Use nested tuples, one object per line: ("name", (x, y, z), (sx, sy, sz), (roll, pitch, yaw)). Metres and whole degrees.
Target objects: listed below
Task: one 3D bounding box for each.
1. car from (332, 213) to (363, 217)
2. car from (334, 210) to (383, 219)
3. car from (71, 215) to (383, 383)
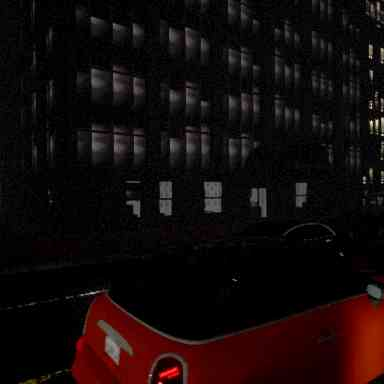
("car", (2.339, 1.503, 8.913), (4.892, 1.490, 1.837), (0, 0, -35))
("car", (7.474, 1.542, 15.764), (4.507, 1.381, 1.887), (0, -1, -35))
("car", (1.051, 1.352, 4.059), (4.553, 1.767, 2.097), (0, 0, -36))
